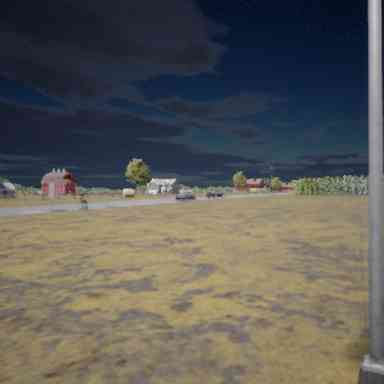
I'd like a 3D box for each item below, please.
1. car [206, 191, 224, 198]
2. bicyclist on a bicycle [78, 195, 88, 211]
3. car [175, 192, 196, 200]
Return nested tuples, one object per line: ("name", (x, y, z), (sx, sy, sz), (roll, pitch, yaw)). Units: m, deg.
("car", (4.685, 0.478, 66.210), (1.837, 1.490, 4.892), (1, 2, 35))
("bicyclist on a bicycle", (-11.814, 1.200, 35.984), (1.656, 1.620, 0.582), (-1, 1, 35))
("car", (-1.041, 0.729, 58.042), (1.994, 1.385, 4.181), (1, 2, 36))
